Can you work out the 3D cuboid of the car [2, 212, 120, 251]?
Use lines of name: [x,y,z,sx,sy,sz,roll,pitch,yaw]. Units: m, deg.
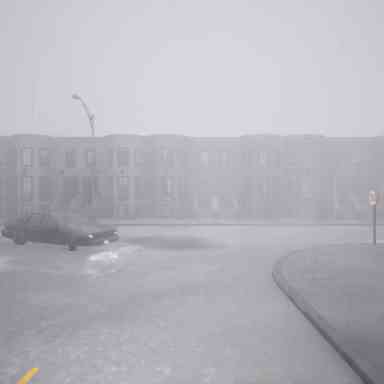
car: [-5.658,1.547,14.089,5.357,1.411,2.033,0,0,27]
